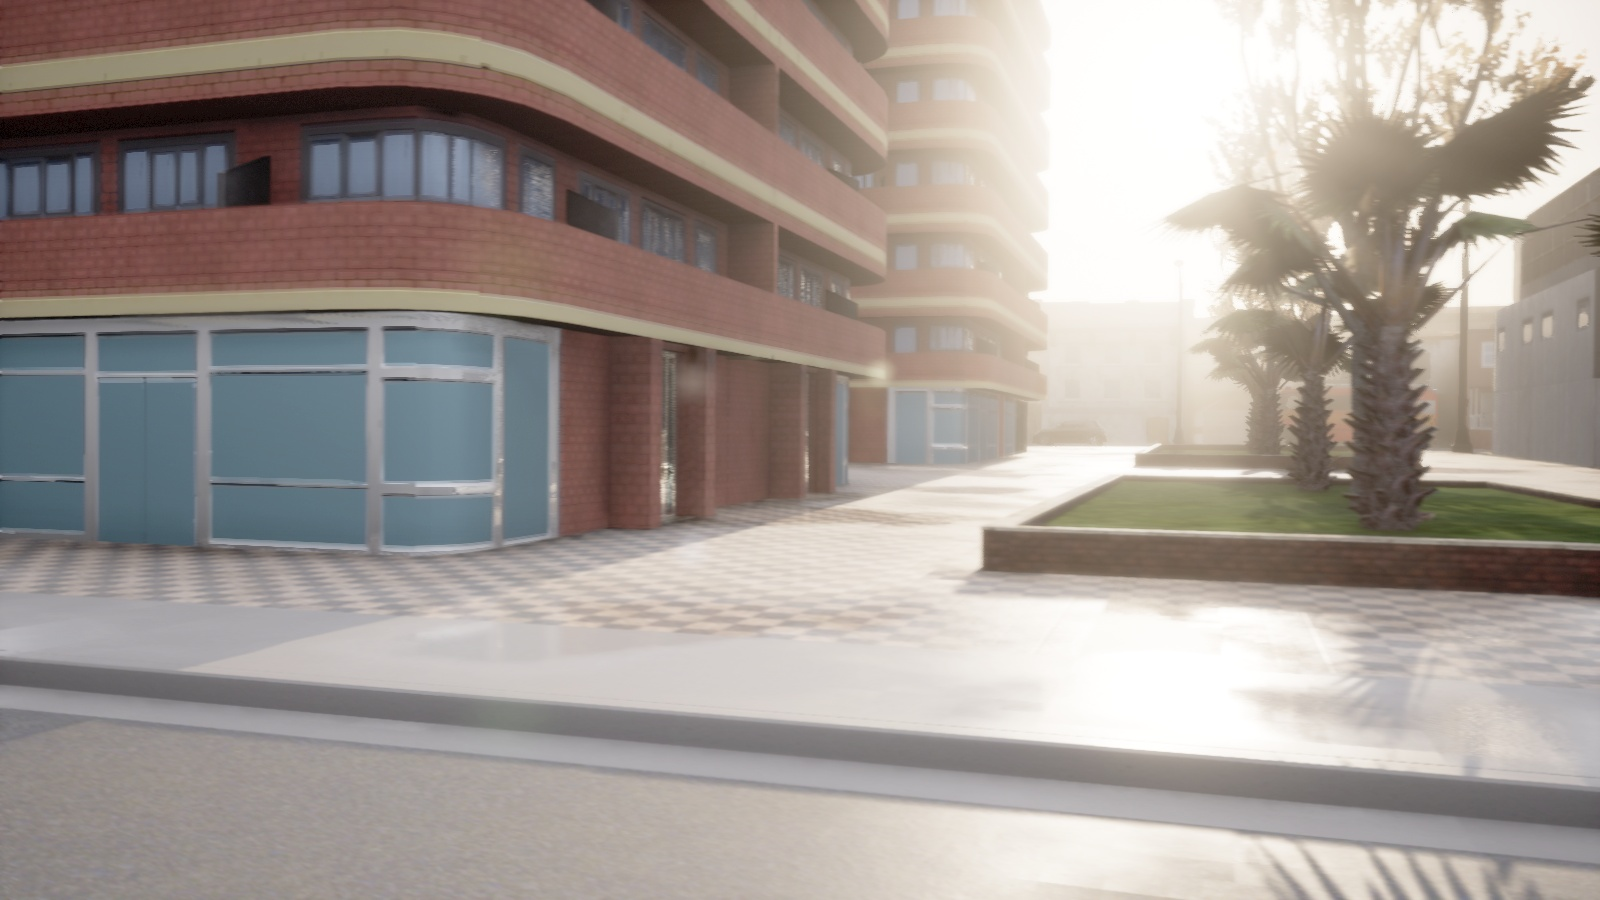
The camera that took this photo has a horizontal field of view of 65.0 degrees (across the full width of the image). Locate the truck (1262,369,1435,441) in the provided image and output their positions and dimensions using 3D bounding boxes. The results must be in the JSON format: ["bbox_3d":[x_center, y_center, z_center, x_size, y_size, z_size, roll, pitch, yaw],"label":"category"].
[{"bbox_3d":[30.203,-2.460,69.574,8.468,3.827,2.891,0,1,18],"label":"truck"}]

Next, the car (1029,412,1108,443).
[{"bbox_3d":[16.616,-1.386,77.605,4.553,1.767,2.097,-1,1,18],"label":"car"}]
